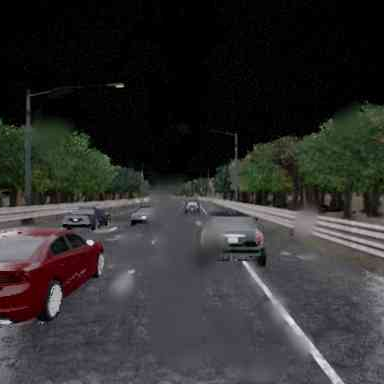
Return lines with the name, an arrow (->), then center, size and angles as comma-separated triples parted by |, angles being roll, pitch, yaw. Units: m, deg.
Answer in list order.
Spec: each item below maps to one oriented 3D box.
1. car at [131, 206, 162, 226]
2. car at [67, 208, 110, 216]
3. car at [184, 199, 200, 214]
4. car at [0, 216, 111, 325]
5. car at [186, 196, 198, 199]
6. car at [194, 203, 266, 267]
car -> -3.407, 1.793, 25.503 | 1.994, 1.385, 4.181 | 0, -1, 0
car -> -6.904, 1.747, 22.228 | 2.033, 1.411, 5.357 | 0, -1, 0
car -> 0.067, 1.895, 40.985 | 1.812, 1.442, 4.674 | 0, -1, 1
car -> -3.401, 1.545, 7.404 | 1.882, 1.535, 5.008 | 0, -1, 0
car -> -0.014, 1.684, 51.120 | 2.150, 2.045, 5.566 | 0, -1, 0
car -> 1.221, 1.460, 12.019 | 2.097, 1.767, 4.553 | 0, -1, 0
